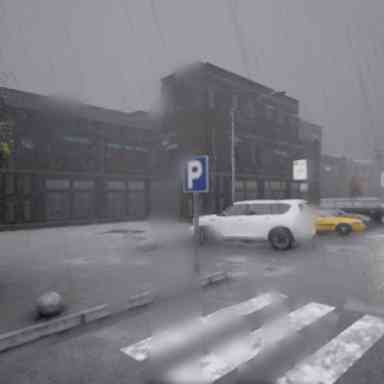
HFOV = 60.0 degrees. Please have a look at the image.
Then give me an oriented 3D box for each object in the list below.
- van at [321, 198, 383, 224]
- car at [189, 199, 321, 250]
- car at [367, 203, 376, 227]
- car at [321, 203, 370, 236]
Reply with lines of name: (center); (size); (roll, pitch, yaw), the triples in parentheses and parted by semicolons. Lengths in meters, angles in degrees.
van: (10.973, 1.417, 23.688); (4.442, 1.987, 1.878); (-2, -1, 25)
car: (2.629, 1.391, 15.074); (5.566, 2.045, 2.435); (-2, -1, 24)
car: (8.977, 1.680, 21.503); (4.674, 1.452, 2.002); (-2, -2, 24)
car: (7.043, 1.632, 19.280); (5.366, 1.575, 1.946); (-2, -2, 24)
